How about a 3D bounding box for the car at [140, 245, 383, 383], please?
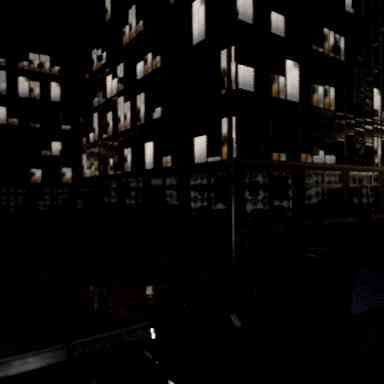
[{"bbox_3d":[2.003,1.543,4.805,5.357,1.411,2.033,0,0,-36],"label":"car"}]
